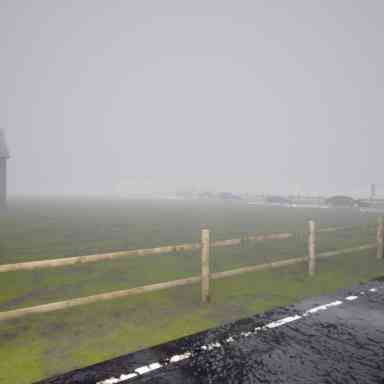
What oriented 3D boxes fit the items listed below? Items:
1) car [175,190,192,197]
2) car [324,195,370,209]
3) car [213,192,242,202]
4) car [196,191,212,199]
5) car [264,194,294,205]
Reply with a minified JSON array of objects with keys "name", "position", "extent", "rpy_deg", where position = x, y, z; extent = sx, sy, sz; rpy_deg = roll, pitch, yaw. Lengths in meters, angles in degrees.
[{"name":"car","position":[-1.916,0.362,71.761],"extent":[1.837,1.490,4.892],"rpy_deg":[0,1,-36]},{"name":"car","position":[17.717,1.112,38.098],"extent":[1.882,1.535,5.008],"rpy_deg":[0,1,-36]},{"name":"car","position":[6.097,0.751,54.376],"extent":[1.882,1.535,5.008],"rpy_deg":[0,1,-35]},{"name":"car","position":[2.653,0.597,65.423],"extent":[1.837,1.490,4.892],"rpy_deg":[0,1,-35]},{"name":"car","position":[11.996,1.020,46.127],"extent":[1.994,1.385,4.181],"rpy_deg":[0,1,-34]}]
